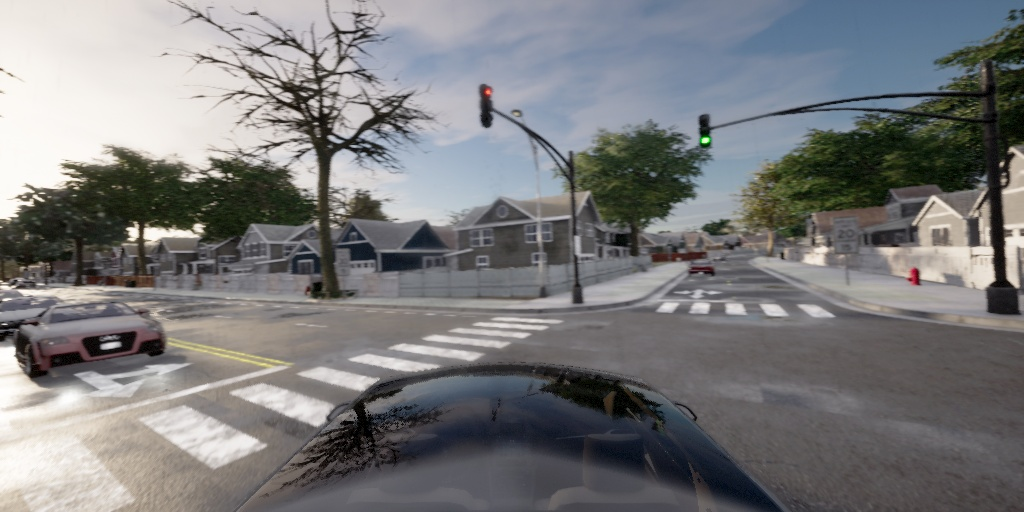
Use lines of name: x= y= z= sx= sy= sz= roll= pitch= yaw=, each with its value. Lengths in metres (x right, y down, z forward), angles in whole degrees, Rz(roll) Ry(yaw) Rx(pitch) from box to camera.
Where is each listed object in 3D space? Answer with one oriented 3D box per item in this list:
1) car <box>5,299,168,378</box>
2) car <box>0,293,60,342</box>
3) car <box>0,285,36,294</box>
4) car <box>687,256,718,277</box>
car: x=-10.253 y=1.820 z=8.693 sx=4.181 sy=1.385 sz=1.994 roll=-3 pitch=-1 yaw=32
car: x=-18.125 y=2.228 z=13.516 sx=5.357 sy=1.411 sz=2.033 roll=-3 pitch=-1 yaw=32
car: x=-28.089 y=2.610 z=19.626 sx=5.008 sy=1.535 sz=1.882 roll=-2 pitch=-1 yaw=32
car: x=14.961 y=0.918 z=28.378 sx=1.895 sy=1.301 sz=4.718 roll=-3 pitch=0 yaw=29
